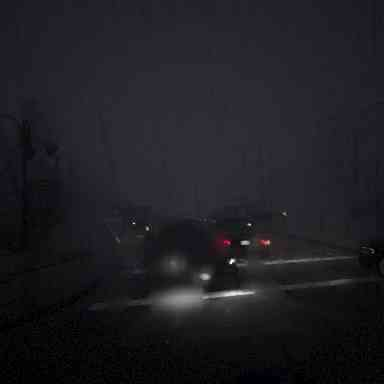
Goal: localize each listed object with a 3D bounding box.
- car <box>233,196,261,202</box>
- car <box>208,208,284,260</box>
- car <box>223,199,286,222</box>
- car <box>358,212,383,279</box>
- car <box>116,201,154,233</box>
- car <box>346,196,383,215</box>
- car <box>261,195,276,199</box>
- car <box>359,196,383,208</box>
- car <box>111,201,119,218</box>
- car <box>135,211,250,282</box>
[{"bbox_3d":[7.266,1.287,46.207,2.007,1.523,4.514,0,0,-17],"label":"car"},{"bbox_3d":[1.418,1.540,12.292,2.033,1.411,5.357,0,0,-4],"label":"car"},{"bbox_3d":[2.934,1.467,19.338,5.357,1.411,2.033,-4,2,-29],"label":"car"},{"bbox_3d":[6.785,1.475,7.997,5.008,1.535,1.882,0,0,36],"label":"car"},{"bbox_3d":[-3.127,1.529,19.967,2.033,1.411,5.357,0,0,-17],"label":"car"},{"bbox_3d":[15.546,1.355,29.271,1.970,1.475,3.806,0,0,-17],"label":"car"},{"bbox_3d":[10.252,1.277,47.171,2.152,1.636,5.027,0,0,-17],"label":"car"},{"bbox_3d":[23.819,1.273,43.279,1.845,1.501,3.633,0,0,-17],"label":"car"},{"bbox_3d":[-6.313,1.516,30.111,2.033,1.411,5.357,0,0,-17],"label":"car"},{"bbox_3d":[-0.368,1.543,10.140,2.033,1.411,5.357,0,0,-15],"label":"car"}]
